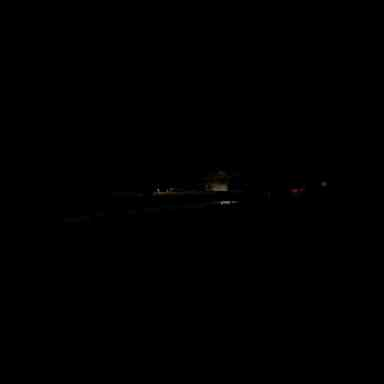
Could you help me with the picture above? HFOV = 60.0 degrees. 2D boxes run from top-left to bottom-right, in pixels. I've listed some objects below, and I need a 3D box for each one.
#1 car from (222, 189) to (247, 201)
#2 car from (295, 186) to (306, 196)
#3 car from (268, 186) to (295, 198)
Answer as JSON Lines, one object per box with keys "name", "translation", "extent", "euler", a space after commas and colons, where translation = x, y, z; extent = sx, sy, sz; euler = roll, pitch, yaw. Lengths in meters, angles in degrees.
{"name": "car", "translation": [5.772, 0.399, 44.648], "extent": [1.812, 1.442, 4.674], "euler": [0, 1, 35]}
{"name": "car", "translation": [18.716, -0.256, 58.023], "extent": [2.097, 1.767, 4.553], "euler": [0, 1, 35]}
{"name": "car", "translation": [13.131, 0.178, 50.044], "extent": [2.033, 1.411, 5.357], "euler": [0, 1, 36]}
